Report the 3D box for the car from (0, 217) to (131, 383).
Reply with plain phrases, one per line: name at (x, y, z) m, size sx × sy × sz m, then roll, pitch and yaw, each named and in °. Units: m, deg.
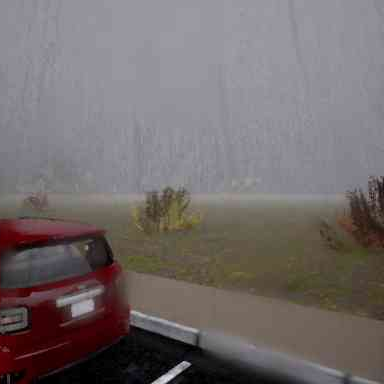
car at (-3.102, 1.311, 4.919) m, size 5.009 × 1.841 × 2.192 m, roll 0°, pitch 1°, yaw 36°
